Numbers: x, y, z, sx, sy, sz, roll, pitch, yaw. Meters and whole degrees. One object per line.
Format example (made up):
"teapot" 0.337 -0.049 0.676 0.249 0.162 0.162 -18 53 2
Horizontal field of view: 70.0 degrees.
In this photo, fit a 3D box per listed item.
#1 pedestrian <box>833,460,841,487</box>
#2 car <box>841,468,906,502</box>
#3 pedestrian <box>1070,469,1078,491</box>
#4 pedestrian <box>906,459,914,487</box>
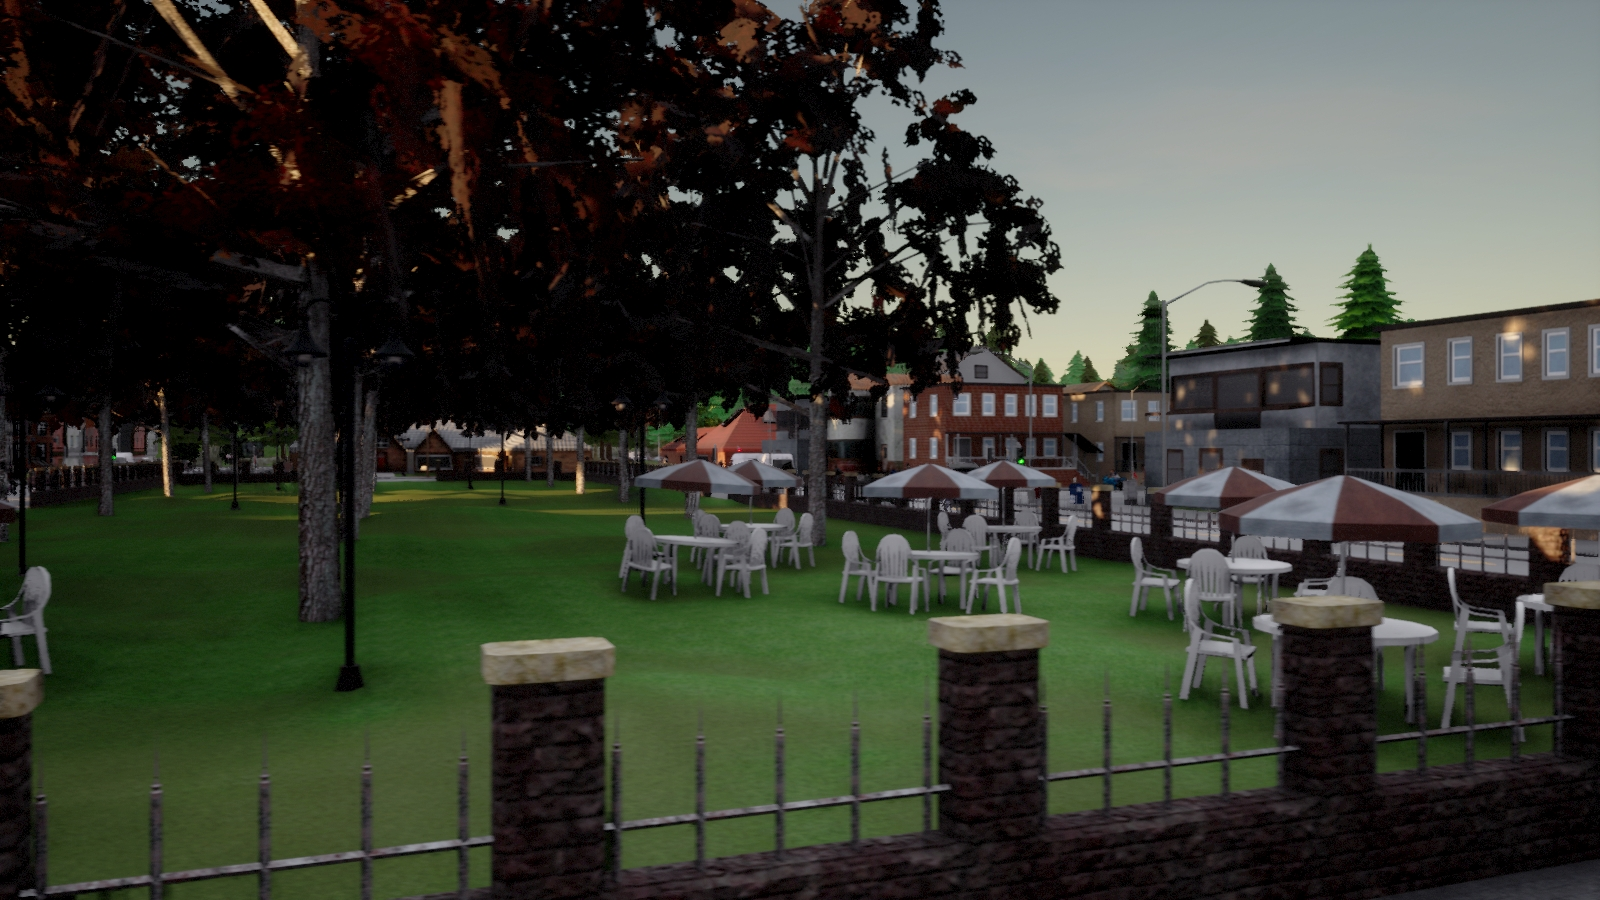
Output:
"pedestrian" 2.575 1.628 78.912 0.375 1.860 0.375 0 0 41
"car" 3.724 1.779 58.621 1.851 1.617 3.988 0 0 -20
"pedestrian" 16.519 1.806 68.889 0.375 1.300 0.375 0 0 -7
"pedestrian" 7.371 1.517 76.702 0.375 1.860 0.375 0 0 -20
